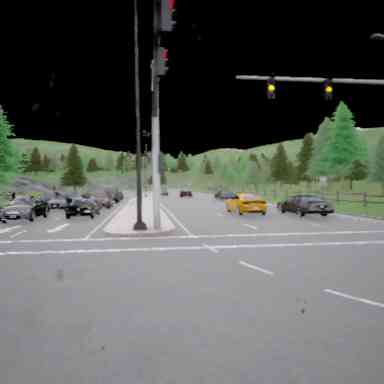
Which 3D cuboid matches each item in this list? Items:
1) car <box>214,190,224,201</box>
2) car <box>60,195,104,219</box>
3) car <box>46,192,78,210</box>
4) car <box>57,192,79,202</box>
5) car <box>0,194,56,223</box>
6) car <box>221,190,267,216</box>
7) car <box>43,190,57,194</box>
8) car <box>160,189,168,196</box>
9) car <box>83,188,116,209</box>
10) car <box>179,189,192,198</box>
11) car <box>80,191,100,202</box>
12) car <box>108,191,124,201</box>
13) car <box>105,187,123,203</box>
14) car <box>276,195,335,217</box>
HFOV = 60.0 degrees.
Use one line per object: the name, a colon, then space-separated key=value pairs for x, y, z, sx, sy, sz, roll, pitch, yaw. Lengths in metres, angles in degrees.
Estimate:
car: x=4.340 y=0.454 z=45.232 sx=2.033 sy=1.411 sz=5.357 roll=-1 pitch=1 yaw=-8
car: x=-7.863 y=1.169 z=24.265 sx=1.895 sy=1.301 sz=4.718 roll=-1 pitch=1 yaw=-8
car: x=-12.393 y=1.045 z=31.286 sx=1.994 sy=1.385 sz=4.181 roll=-1 pitch=1 yaw=-8
car: x=-18.763 y=0.698 z=50.435 sx=2.033 sy=1.411 sz=5.357 roll=-1 pitch=1 yaw=-8
car: x=-11.156 y=1.151 z=22.512 sx=2.128 sy=1.511 sz=4.902 roll=-1 pitch=1 yaw=-8
car: x=3.878 y=0.858 z=24.464 sx=1.882 sy=1.535 sz=5.008 roll=-1 pitch=1 yaw=-8
car: x=-17.270 y=0.707 z=40.300 sx=2.097 sy=1.767 sz=4.553 roll=-1 pitch=1 yaw=-8
car: x=-5.873 y=0.130 z=67.449 sx=1.994 sy=1.385 sz=4.181 roll=-1 pitch=1 yaw=-7
car: x=-9.130 y=0.741 z=33.111 sx=2.097 sy=1.767 sz=4.553 roll=-1 pitch=1 yaw=-8
car: x=-1.155 y=0.183 z=58.041 sx=1.882 sy=1.535 sz=5.008 roll=-1 pitch=1 yaw=-8
car: x=-15.066 y=0.609 z=49.337 sx=2.128 sy=1.511 sz=4.902 roll=-1 pitch=1 yaw=-8
car: x=-12.146 y=0.524 z=53.601 sx=2.033 sy=1.411 sz=5.357 roll=-1 pitch=1 yaw=-8
car: x=-10.641 y=0.406 z=43.295 sx=2.150 sy=2.045 sz=5.566 roll=-1 pitch=1 yaw=-8
car: x=7.637 y=0.902 z=22.974 sx=2.033 sy=1.411 sz=5.357 roll=-1 pitch=1 yaw=-8
